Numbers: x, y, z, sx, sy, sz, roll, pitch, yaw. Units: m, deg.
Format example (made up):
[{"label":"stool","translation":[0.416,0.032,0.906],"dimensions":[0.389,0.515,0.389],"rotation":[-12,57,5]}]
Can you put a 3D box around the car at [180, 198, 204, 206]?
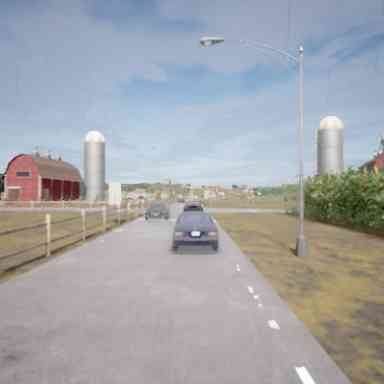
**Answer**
[{"label":"car","translation":[0.047,1.576,31.038],"dimensions":[1.837,1.490,4.892],"rotation":[0,0,-2]}]

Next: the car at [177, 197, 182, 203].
[{"label":"car","translation":[-2.750,2.215,87.574],"dimensions":[1.837,1.490,4.892],"rotation":[0,-1,0]}]

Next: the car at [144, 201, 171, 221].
[{"label":"car","translation":[-2.799,1.559,28.039],"dimensions":[1.837,1.490,4.892],"rotation":[0,-1,1]}]

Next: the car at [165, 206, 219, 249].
[{"label":"car","translation":[0.104,1.548,14.396],"dimensions":[2.033,1.411,5.357],"rotation":[0,0,-1]}]
